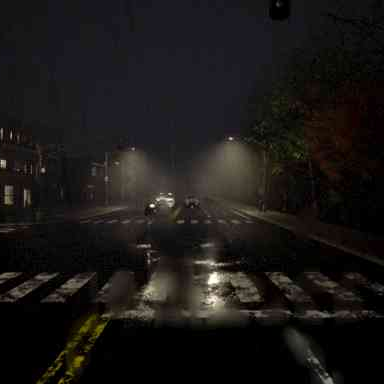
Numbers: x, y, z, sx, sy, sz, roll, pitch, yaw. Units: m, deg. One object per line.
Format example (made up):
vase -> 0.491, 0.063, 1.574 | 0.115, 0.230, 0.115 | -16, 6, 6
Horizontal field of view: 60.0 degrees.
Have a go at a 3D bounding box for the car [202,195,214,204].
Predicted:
car -> 3.205, 1.576, 63.231 | 1.895, 1.301, 4.718 | 0, 0, 0

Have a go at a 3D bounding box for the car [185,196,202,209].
car -> -0.002, 1.584, 44.918 | 1.895, 1.301, 4.718 | 0, 0, 0

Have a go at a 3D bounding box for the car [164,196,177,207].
car -> -3.450, 1.485, 53.605 | 1.837, 1.490, 4.892 | 0, 0, 0

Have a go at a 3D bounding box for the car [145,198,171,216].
car -> -3.415, 1.553, 32.736 | 1.994, 1.385, 4.181 | 0, 0, 0

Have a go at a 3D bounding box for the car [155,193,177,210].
car -> -3.432, 1.206, 43.137 | 2.150, 2.045, 5.566 | 0, 0, 0

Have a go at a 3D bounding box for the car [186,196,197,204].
car -> -0.048, 1.522, 65.465 | 2.033, 1.411, 5.357 | 0, 0, 0

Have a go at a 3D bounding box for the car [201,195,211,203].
car -> 3.080, 1.494, 73.237 | 2.128, 1.511, 4.902 | 0, 0, 0
